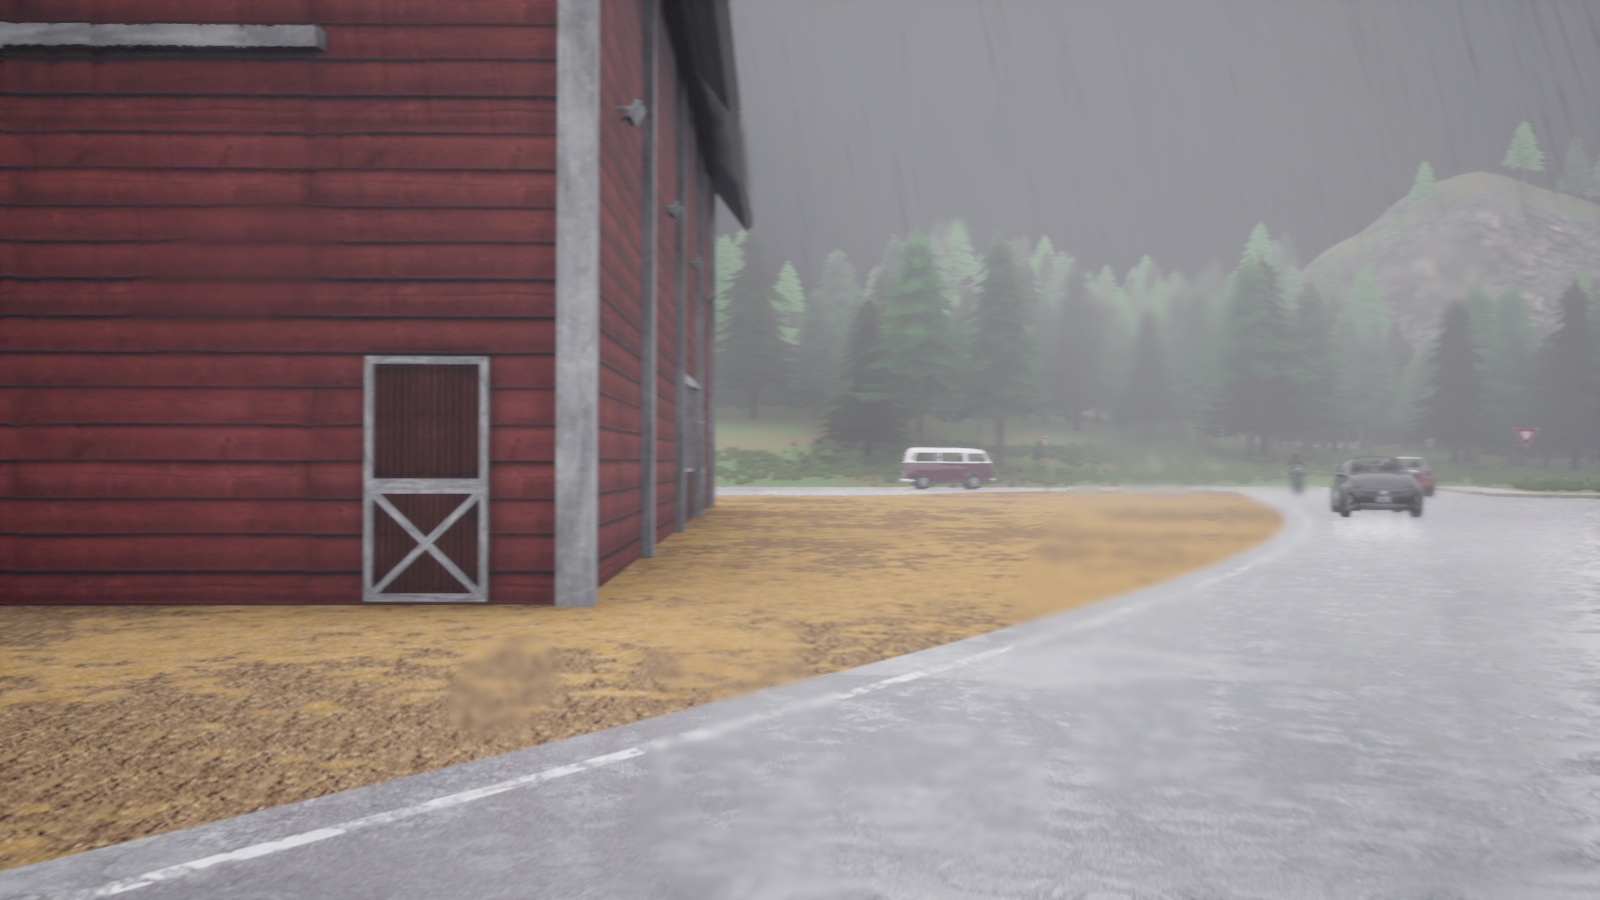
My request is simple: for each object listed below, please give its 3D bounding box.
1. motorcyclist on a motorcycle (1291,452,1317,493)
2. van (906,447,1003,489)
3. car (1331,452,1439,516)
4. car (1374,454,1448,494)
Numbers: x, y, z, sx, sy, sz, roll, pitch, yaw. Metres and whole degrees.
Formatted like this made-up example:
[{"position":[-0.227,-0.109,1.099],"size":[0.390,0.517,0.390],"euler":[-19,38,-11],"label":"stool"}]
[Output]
[{"position":[20.580,0.905,51.306],"size":[0.766,1.649,2.350],"euler":[0,0,16],"label":"motorcyclist on a motorcycle"},{"position":[7.460,0.866,60.920],"size":[4.480,2.038,2.069],"euler":[0,0,0],"label":"van"},{"position":[14.877,0.818,32.160],"size":[2.007,1.525,4.514],"euler":[0,0,19],"label":"car"},{"position":[23.124,0.893,47.685],"size":[1.970,1.475,3.806],"euler":[0,0,17],"label":"car"}]
